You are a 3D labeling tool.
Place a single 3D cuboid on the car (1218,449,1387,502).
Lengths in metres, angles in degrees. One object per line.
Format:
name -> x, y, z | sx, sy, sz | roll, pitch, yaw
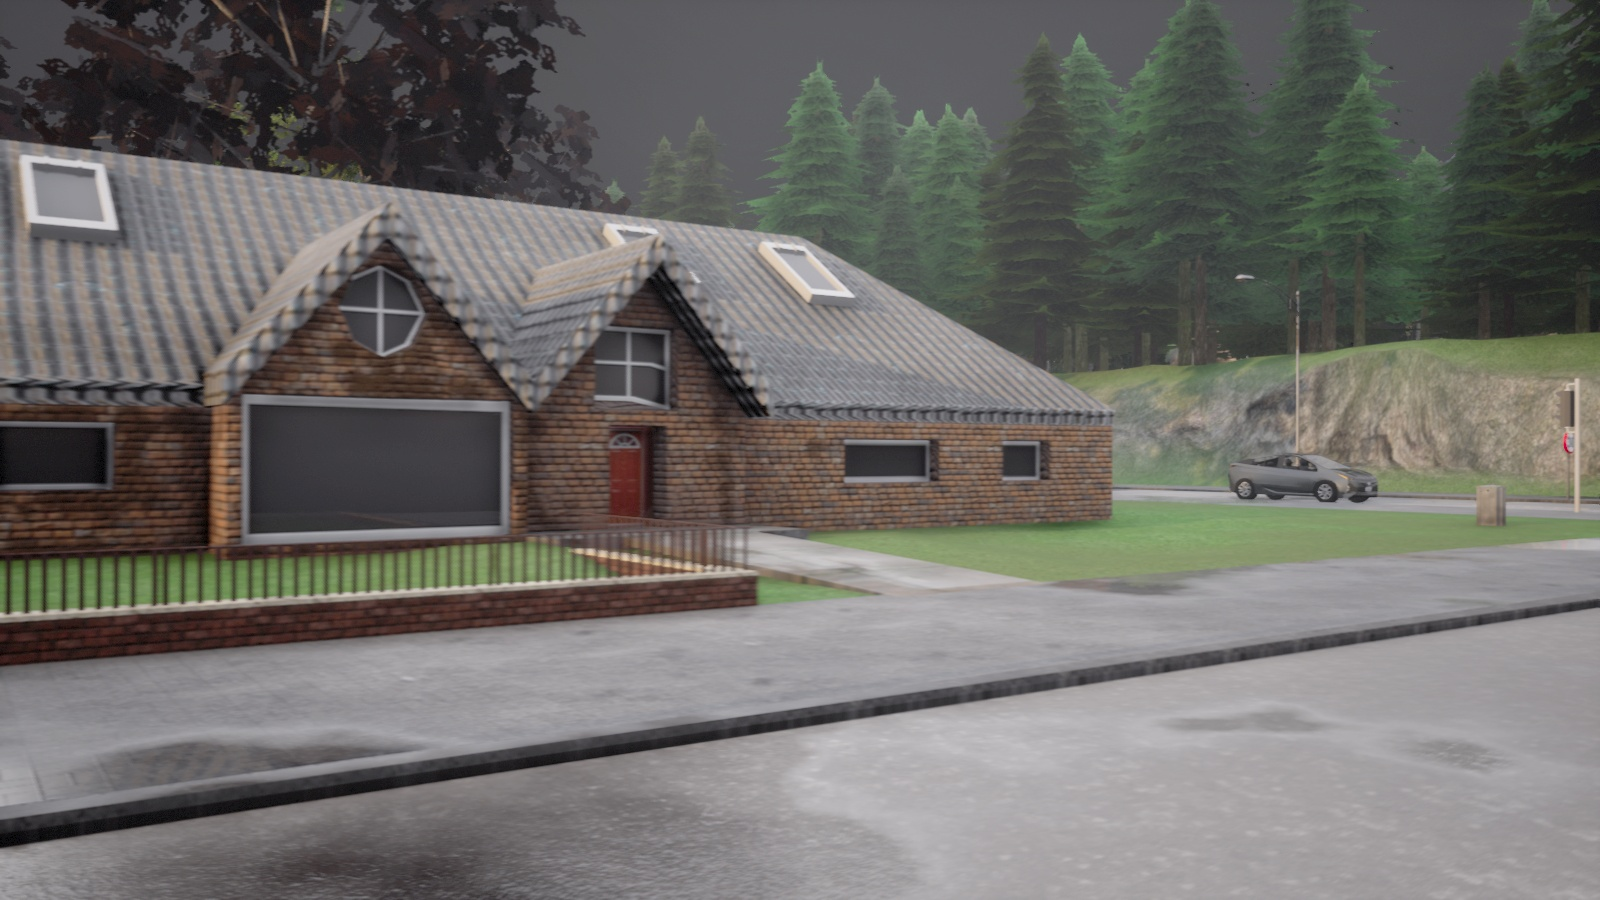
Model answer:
car -> 15.568, 0.755, 39.134 | 2.007, 1.525, 4.514 | 0, 0, -35
